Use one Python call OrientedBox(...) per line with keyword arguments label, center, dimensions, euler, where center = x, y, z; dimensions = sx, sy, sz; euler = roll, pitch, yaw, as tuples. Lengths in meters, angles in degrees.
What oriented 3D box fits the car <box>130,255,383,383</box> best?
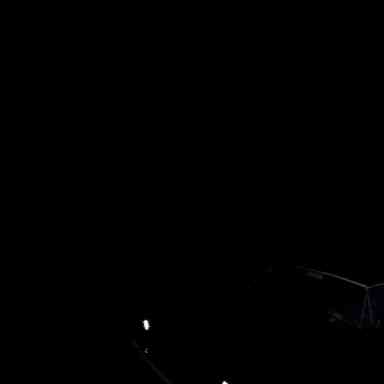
OrientedBox(label="car", center=(1.673, 1.614, 4.330), dimensions=(4.718, 1.301, 1.895), euler=(0, 0, -33))
